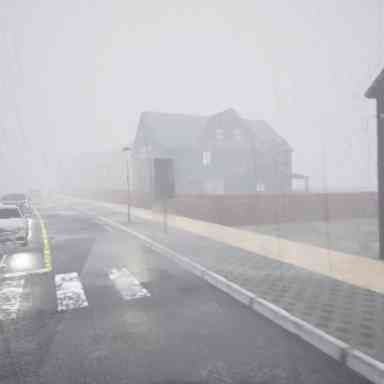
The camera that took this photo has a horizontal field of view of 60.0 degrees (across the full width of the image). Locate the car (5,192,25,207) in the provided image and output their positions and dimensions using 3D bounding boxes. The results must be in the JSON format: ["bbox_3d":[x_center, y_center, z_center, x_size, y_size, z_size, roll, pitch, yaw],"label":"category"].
[{"bbox_3d":[-19.697,0.766,36.998,1.837,1.490,4.892,-2,2,-29],"label":"car"}]

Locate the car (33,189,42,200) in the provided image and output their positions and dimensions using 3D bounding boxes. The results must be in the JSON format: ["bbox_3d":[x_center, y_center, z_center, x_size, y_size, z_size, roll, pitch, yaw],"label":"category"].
[{"bbox_3d":[-23.995,0.296,49.918,2.097,1.767,4.553,-3,2,-32],"label":"car"}]

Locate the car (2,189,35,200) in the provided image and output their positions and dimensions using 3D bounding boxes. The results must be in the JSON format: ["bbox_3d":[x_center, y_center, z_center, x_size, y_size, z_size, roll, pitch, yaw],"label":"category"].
[{"bbox_3d":[-12.981,0.862,24.353,2.097,1.767,4.553,-2,2,-27],"label":"car"}]

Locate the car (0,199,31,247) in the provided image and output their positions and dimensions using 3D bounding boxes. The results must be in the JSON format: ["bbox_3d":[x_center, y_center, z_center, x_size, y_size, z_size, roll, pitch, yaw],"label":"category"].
[{"bbox_3d":[-7.501,1.268,13.148,1.812,1.442,4.674,-2,2,-25],"label":"car"}]
